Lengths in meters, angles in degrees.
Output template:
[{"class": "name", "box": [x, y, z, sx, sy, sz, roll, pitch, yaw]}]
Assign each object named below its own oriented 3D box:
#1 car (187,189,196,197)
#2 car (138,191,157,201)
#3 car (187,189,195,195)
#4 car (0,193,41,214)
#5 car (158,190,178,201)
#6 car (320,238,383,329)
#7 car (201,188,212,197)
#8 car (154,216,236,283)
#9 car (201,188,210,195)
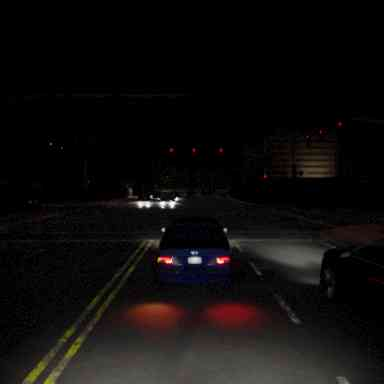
[{"class": "car", "box": [-0.145, 0.293, 74.734, 2.033, 1.411, 5.357, 0, 1, 0]}, {"class": "car", "box": [-7.178, 0.636, 51.572, 2.128, 1.511, 4.902, 0, 1, 0]}, {"class": "car", "box": [-0.166, 0.016, 85.005, 1.994, 1.385, 4.181, 0, 1, 0]}, {"class": "car", "box": [-15.235, 0.888, 27.901, 4.553, 1.767, 2.097, 0, 1, 0]}, {"class": "car", "box": [-3.679, 0.751, 51.235, 1.895, 1.301, 4.718, 0, 1, 0]}, {"class": "car", "box": [3.553, 1.406, 5.004, 2.128, 1.511, 4.902, 0, 1, 0]}, {"class": "car", "box": [3.354, 0.100, 75.028, 2.097, 1.767, 4.553, 0, 1, 0]}, {"class": "car", "box": [0.065, 1.392, 9.243, 2.033, 1.411, 5.357, 0, 1, 0]}, {"class": "car", "box": [3.335, -0.181, 84.980, 2.097, 1.767, 4.553, 0, 1, 0]}]
